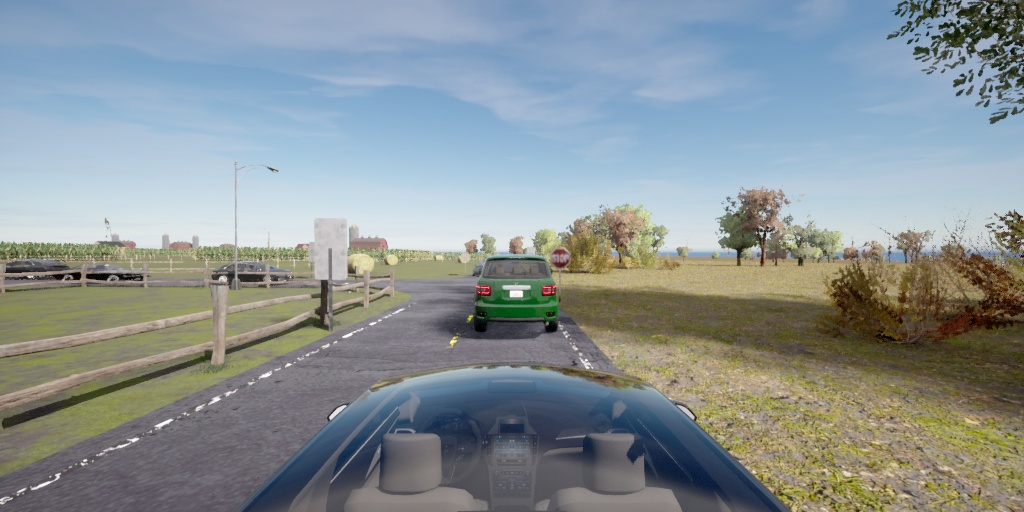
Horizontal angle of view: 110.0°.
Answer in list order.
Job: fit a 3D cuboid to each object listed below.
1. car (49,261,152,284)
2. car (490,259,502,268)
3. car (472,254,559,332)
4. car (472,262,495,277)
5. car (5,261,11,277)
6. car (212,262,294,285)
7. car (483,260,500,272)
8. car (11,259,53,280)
[{"bbox_3d":[-27.336,1.194,24.068,4.718,1.301,1.895,0,1,0],"label":"car"},{"bbox_3d":[-2.679,1.276,61.702,1.882,1.535,5.008,0,0,0],"label":"car"},{"bbox_3d":[0.114,0.972,10.980,2.150,2.045,5.566,0,0,0],"label":"car"},{"bbox_3d":[-2.776,1.328,35.803,1.994,1.385,4.181,0,0,1],"label":"car"},{"bbox_3d":[-37.478,0.874,23.996,4.553,1.767,2.097,0,1,0],"label":"car"},{"bbox_3d":[-17.354,1.166,24.151,4.892,1.490,1.837,0,1,0],"label":"car"},{"bbox_3d":[-2.741,1.327,48.850,2.033,1.411,5.357,0,0,0],"label":"car"},{"bbox_3d":[-36.383,1.004,26.943,4.892,1.490,1.837,0,1,0],"label":"car"}]
